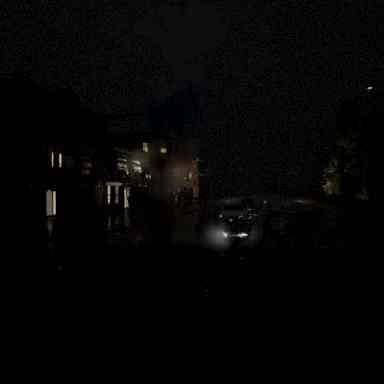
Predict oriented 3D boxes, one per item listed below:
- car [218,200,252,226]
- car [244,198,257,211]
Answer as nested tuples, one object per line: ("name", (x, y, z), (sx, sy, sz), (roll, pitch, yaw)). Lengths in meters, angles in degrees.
("car", (3.034, 1.538, 23.762), (1.812, 1.442, 4.674), (0, 0, 13))
("car", (7.051, 1.536, 41.151), (1.812, 1.442, 4.674), (0, 0, 13))
